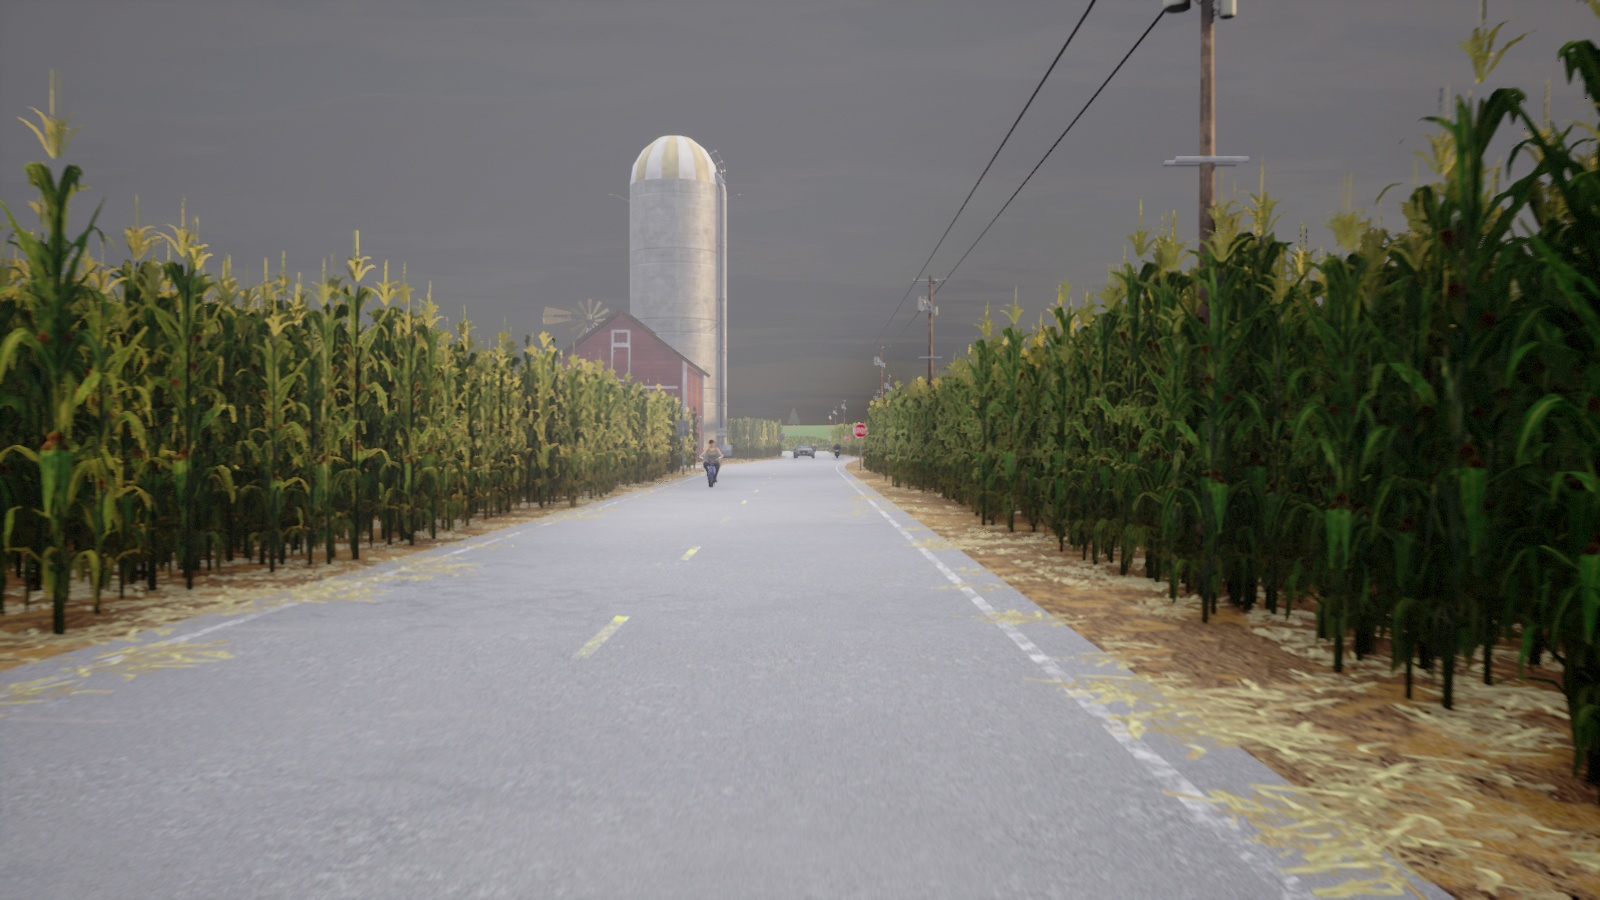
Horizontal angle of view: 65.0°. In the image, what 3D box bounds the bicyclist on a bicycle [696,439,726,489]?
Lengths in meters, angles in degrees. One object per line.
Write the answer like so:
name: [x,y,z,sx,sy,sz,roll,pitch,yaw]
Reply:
bicyclist on a bicycle: [-2.939,0.447,41.488,0.866,1.612,1.509,0,0,1]
